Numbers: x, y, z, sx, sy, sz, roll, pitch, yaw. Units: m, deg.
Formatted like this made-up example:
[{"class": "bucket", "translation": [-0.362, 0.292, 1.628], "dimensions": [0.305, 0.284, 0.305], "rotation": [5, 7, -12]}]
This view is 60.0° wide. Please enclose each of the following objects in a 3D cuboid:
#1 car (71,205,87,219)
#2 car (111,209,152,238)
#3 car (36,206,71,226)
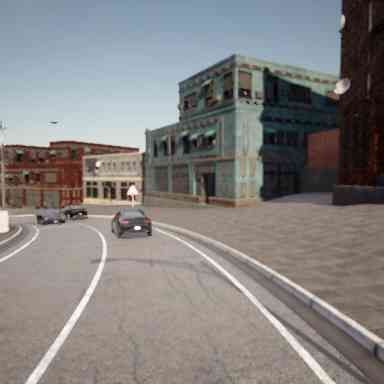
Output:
[{"class": "car", "translation": [-13.199, 2.225, 36.757], "dimensions": [1.882, 1.535, 5.008], "rotation": [-2, -1, -37]}, {"class": "car", "translation": [-3.510, 1.687, 18.916], "dimensions": [1.812, 1.442, 4.674], "rotation": [-1, -1, -19]}, {"class": "car", "translation": [-12.787, 2.200, 29.985], "dimensions": [2.033, 1.411, 5.357], "rotation": [-2, -1, -32]}]
